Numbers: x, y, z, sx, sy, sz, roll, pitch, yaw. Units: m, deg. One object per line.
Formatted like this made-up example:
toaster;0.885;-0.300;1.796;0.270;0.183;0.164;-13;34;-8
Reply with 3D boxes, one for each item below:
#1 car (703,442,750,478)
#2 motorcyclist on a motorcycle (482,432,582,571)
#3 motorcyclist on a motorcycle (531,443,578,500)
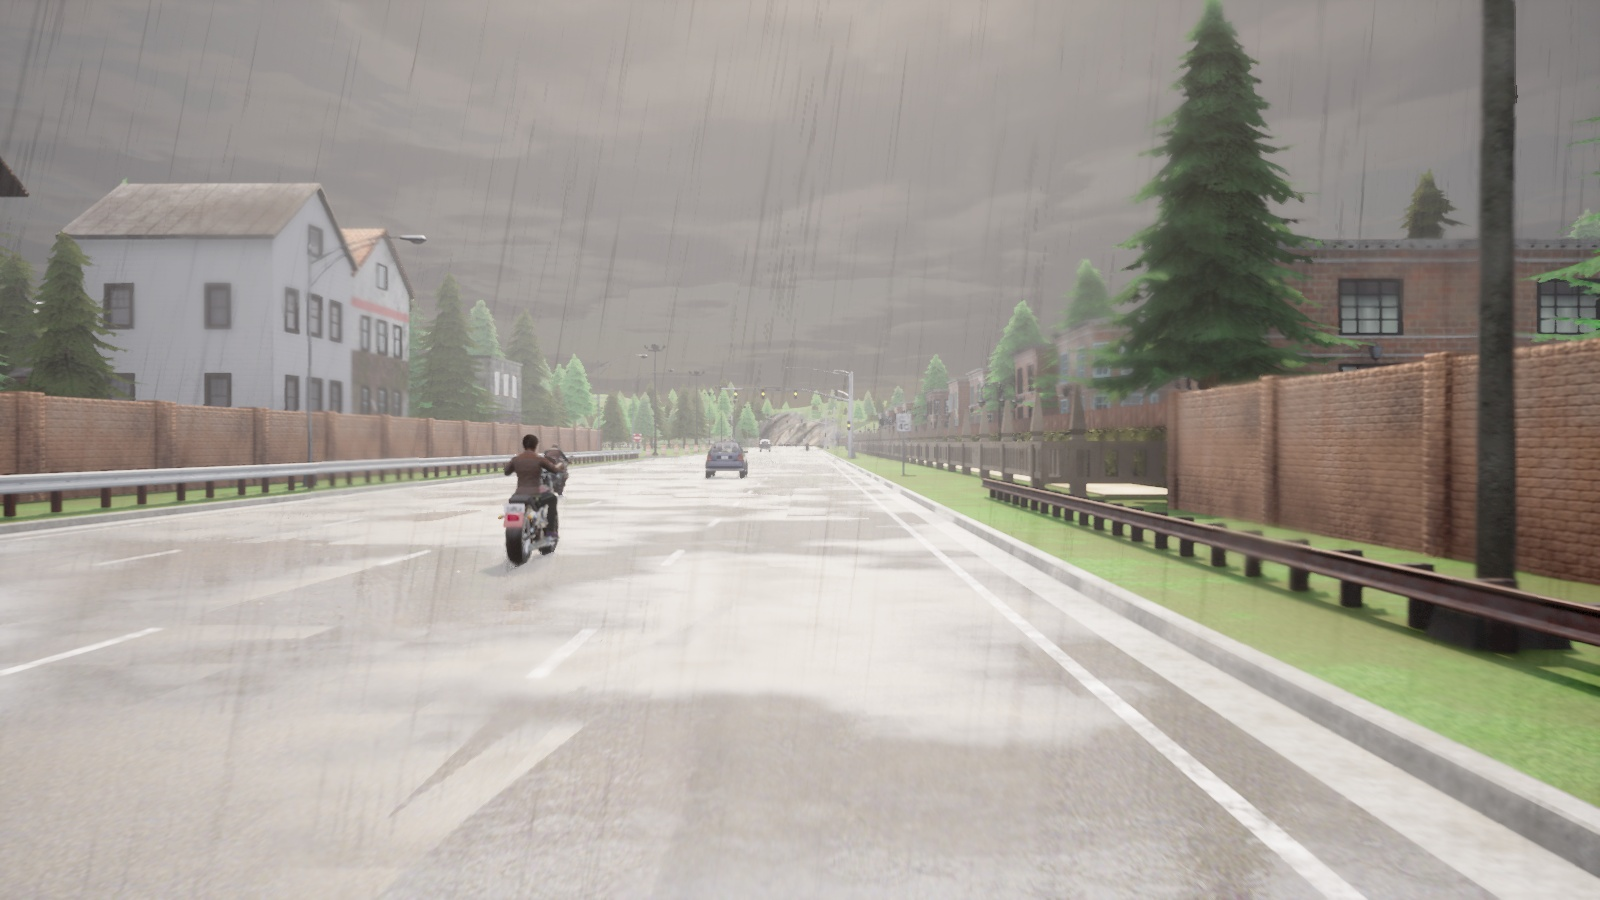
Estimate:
car;-3.173;0.413;54.841;1.789;1.549;3.705;0;0;0
motorcyclist on a motorcycle;-3.393;0.603;16.090;0.766;1.649;2.350;0;0;0
motorcyclist on a motorcycle;-6.787;0.580;34.812;0.866;1.530;2.191;0;0;0
